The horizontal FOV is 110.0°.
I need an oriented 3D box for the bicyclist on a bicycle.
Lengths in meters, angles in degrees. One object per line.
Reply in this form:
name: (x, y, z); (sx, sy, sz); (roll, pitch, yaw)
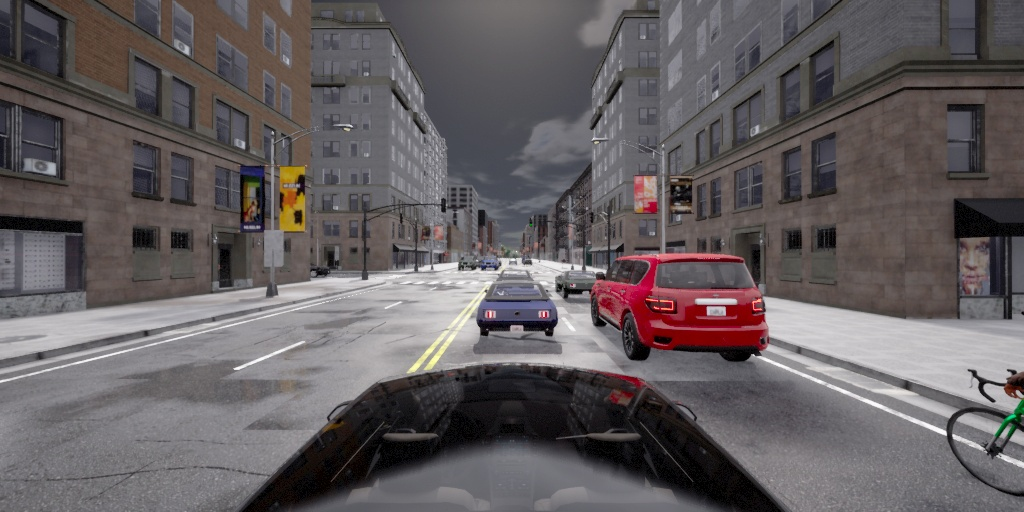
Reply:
bicyclist on a bicycle: (4.148, 1.203, 2.607); (0.582, 1.620, 1.656); (0, 0, 0)

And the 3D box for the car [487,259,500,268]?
car: (-3.121, 1.293, 61.251); (1.812, 1.442, 4.674); (0, 0, 1)

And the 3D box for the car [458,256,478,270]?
car: (-6.420, 0.987, 52.032); (2.150, 2.045, 5.566); (0, 0, 0)

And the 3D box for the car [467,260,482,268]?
car: (-6.374, 1.332, 61.438); (1.994, 1.385, 4.181); (0, 0, 0)

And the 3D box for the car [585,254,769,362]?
car: (3.345, 0.972, 8.405); (2.150, 2.045, 5.566); (0, 0, 2)

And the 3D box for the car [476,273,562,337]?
car: (0.127, 1.352, 10.329); (1.895, 1.301, 4.718); (0, 0, 0)

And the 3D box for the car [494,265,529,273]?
car: (0.157, 1.354, 19.434); (1.895, 1.301, 4.718); (0, 0, 0)

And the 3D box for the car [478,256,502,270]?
car: (-3.146, 0.987, 51.734); (2.150, 2.045, 5.566); (0, 0, 2)

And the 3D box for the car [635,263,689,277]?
car: (15.176, 1.409, 36.461); (4.718, 1.301, 1.895); (0, 0, 0)

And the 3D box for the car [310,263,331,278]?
car: (-19.756, 1.211, 33.770); (5.008, 1.535, 1.882); (0, 0, 1)

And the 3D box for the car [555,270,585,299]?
car: (3.303, 1.354, 18.173); (1.895, 1.301, 4.718); (0, 0, 0)
